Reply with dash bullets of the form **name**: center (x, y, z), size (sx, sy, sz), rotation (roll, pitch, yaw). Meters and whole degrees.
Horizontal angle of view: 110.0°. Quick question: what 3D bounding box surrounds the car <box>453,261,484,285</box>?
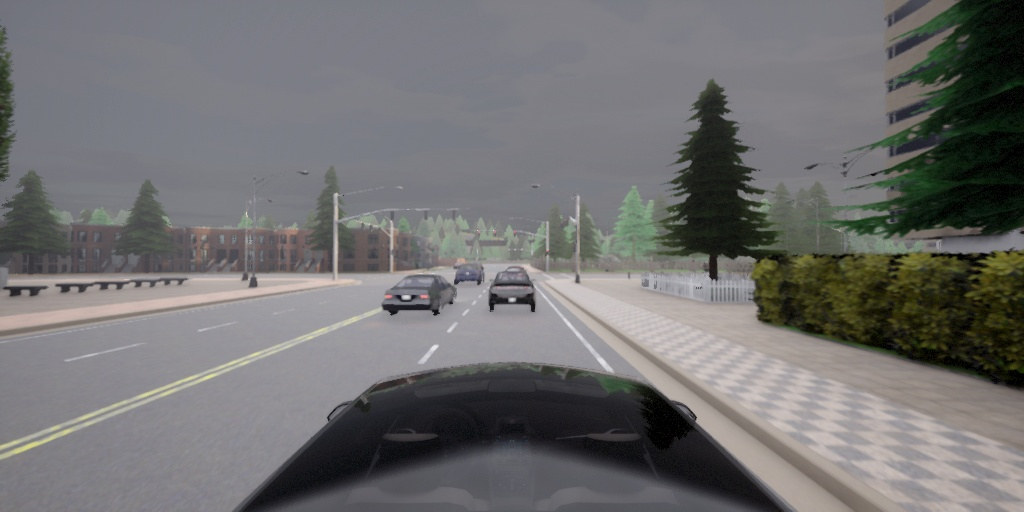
- **car**: center (-3.468, 1.416, 30.256), size (2.097, 1.767, 4.553), rotation (0, -1, 0)

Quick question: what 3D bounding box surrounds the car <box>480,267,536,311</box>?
- **car**: center (0.021, 1.393, 15.333), size (2.128, 1.511, 4.902), rotation (0, 0, 0)

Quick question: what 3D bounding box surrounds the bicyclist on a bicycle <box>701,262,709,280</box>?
- **bicyclist on a bicycle**: center (18.260, 1.406, 33.854), size (0.582, 1.620, 1.656), rotation (0, -1, 0)

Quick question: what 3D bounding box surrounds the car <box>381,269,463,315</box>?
- **car**: center (-3.488, 1.437, 14.358), size (2.033, 1.411, 5.357), rotation (0, -1, 0)
